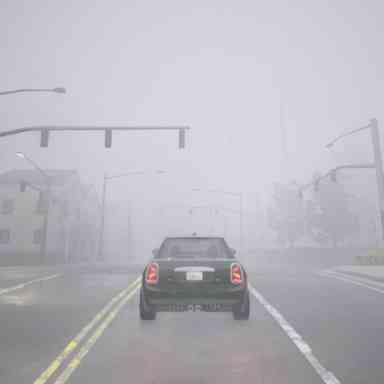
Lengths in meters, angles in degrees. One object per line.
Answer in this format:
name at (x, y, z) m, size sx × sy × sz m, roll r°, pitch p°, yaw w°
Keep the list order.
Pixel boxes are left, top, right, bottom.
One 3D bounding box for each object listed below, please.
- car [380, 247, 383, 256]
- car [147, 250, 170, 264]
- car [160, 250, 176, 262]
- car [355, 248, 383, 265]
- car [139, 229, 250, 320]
car at (17.490, 4.395, 24.452) m, size 5.566 × 2.045 × 2.150 m, roll 0°, pitch -11°, yaw 0°
car at (-3.679, 7.326, 37.360) m, size 2.033 × 1.411 × 5.357 m, roll 0°, pitch -11°, yaw 0°
car at (-3.700, 9.932, 51.376) m, size 2.097 × 1.767 × 4.553 m, roll 0°, pitch -11°, yaw 0°
car at (16.440, 5.383, 28.077) m, size 5.008 × 1.535 × 1.882 m, roll 0°, pitch -11°, yaw 1°
car at (0.054, 1.813, 8.231) m, size 2.097 × 1.767 × 4.553 m, roll 0°, pitch -7°, yaw 0°
